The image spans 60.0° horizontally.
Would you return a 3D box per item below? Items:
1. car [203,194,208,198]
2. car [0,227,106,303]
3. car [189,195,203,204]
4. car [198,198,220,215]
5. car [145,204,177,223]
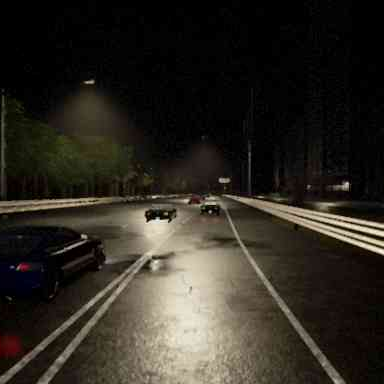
[{"bbox_3d":[2.678,1.588,92.081,1.882,1.535,5.008,0,0,4],"label":"car"},{"bbox_3d":[-3.659,1.540,8.218,1.994,1.385,4.181,0,0,4],"label":"car"},{"bbox_3d":[0.460,1.555,61.742,1.812,1.442,4.674,0,0,4],"label":"car"},{"bbox_3d":[1.972,1.629,35.022,1.895,1.301,4.718,0,0,5],"label":"car"},{"bbox_3d":[-2.279,1.592,25.869,1.895,1.301,4.718,0,0,4],"label":"car"}]
